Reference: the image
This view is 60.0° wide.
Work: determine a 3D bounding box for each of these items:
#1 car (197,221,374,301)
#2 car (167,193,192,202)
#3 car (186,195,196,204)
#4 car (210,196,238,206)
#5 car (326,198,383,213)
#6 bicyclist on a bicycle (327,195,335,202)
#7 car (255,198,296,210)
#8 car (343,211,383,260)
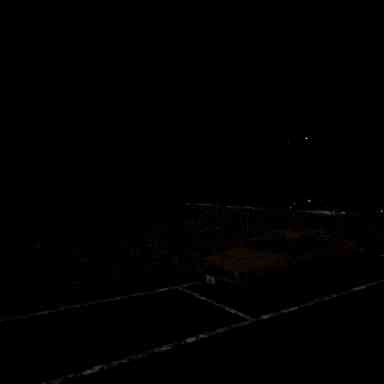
[{"bbox_3d":[2.372,1.527,8.357,4.829,1.417,1.752,0,1,-35],"label":"car"},{"bbox_3d":[-2.327,1.057,60.717,2.128,1.511,4.902,1,0,-34],"label":"car"},{"bbox_3d":[-1.261,1.193,53.575,1.895,1.301,4.718,1,0,-34],"label":"car"},{"bbox_3d":[4.336,1.248,45.367,1.994,1.385,4.181,1,0,-34],"label":"car"},{"bbox_3d":[14.700,1.341,30.230,2.128,1.511,4.902,1,0,-34],"label":"car"},{"bbox_3d":[16.306,1.158,38.926,1.656,1.620,0.582,0,0,-34],"label":"bicyclist on a bicycle"},{"bbox_3d":[9.460,1.367,37.875,1.895,1.301,4.718,1,0,-34],"label":"car"},{"bbox_3d":[7.132,1.547,11.662,4.507,1.381,1.887,0,1,-35],"label":"car"}]
